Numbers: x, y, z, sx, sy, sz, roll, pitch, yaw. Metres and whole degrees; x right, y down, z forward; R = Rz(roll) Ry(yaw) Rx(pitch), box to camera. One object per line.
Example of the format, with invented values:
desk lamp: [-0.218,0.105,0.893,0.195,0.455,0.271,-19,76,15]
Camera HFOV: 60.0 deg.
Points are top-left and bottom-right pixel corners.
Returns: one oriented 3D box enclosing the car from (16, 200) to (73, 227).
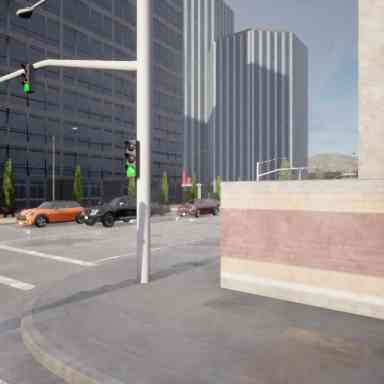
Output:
car: [-9.701,1.407,23.169,2.097,1.767,4.553,0,0,36]

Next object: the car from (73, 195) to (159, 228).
car: [-5.145,1.277,23.516,2.150,2.045,5.566,0,0,36]

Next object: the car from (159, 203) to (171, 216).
car: [-4.175,1.603,30.864,2.033,1.411,5.357,0,0,36]

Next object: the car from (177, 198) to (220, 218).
car: [0.584,1.407,31.485,2.097,1.767,4.553,0,0,36]

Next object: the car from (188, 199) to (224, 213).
car: [1.750,1.560,39.094,1.837,1.490,4.892,0,0,36]
